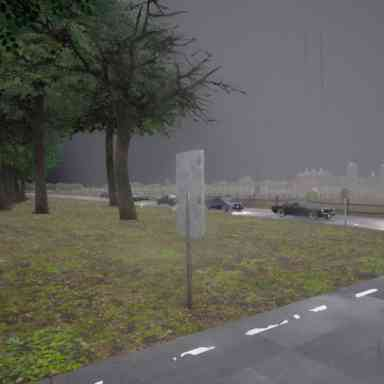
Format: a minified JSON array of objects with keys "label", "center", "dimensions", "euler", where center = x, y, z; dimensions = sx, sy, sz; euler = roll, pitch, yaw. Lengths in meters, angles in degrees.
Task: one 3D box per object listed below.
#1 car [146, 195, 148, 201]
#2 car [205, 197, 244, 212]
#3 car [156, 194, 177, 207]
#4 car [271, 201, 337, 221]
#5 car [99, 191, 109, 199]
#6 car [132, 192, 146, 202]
[{"label":"car","center":[-8.847,0.780,54.538],"dimensions":[1.994,1.385,4.181],"euler":[-1,1,-36]},{"label":"car","center":[3.148,1.168,32.910],"dimensions":[1.994,1.385,4.181],"euler":[-1,2,-35]},{"label":"car","center":[-2.719,0.980,41.045],"dimensions":[1.812,1.442,4.674],"euler":[-1,1,-36]},{"label":"car","center":[8.484,1.354,25.502],"dimensions":[1.895,1.301,4.718],"euler":[-1,2,-36]},{"label":"car","center":[-16.480,0.603,65.104],"dimensions":[2.033,1.411,5.357],"euler":[-1,1,-36]},{"label":"car","center":[-9.362,0.779,50.302],"dimensions":[1.882,1.535,5.008],"euler":[-1,1,-35]}]
